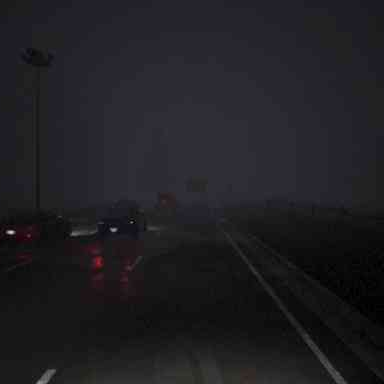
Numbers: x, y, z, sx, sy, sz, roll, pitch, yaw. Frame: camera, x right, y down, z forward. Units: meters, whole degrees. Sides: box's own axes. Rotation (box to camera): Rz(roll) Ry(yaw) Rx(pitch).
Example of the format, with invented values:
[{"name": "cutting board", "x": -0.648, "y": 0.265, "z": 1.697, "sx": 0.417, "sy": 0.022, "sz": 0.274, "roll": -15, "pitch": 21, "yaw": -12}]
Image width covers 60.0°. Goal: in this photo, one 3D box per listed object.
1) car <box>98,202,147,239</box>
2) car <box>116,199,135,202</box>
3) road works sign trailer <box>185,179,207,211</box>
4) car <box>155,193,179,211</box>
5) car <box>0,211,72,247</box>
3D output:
[{"name": "car", "x": -3.416, "y": 1.462, "z": 16.792, "sx": 1.812, "sy": 1.442, "sz": 4.674, "roll": 0, "pitch": 0, "yaw": 0}, {"name": "car", "x": -6.597, "y": 1.422, "z": 33.202, "sx": 2.033, "sy": 1.411, "sz": 5.357, "roll": 0, "pitch": 0, "yaw": 3}, {"name": "road works sign trailer", "x": 0.487, "y": 0.319, "z": 38.703, "sx": 2.380, "sy": 3.560, "sz": 2.880, "roll": 0, "pitch": 0, "yaw": 5}, {"name": "car", "x": -2.791, "y": 1.078, "z": 38.061, "sx": 2.150, "sy": 2.045, "sz": 5.566, "roll": 0, "pitch": 0, "yaw": 4}, {"name": "car", "x": -6.903, "y": 1.508, "z": 14.720, "sx": 1.994, "sy": 1.385, "sz": 4.181, "roll": 0, "pitch": 0, "yaw": 0}]
